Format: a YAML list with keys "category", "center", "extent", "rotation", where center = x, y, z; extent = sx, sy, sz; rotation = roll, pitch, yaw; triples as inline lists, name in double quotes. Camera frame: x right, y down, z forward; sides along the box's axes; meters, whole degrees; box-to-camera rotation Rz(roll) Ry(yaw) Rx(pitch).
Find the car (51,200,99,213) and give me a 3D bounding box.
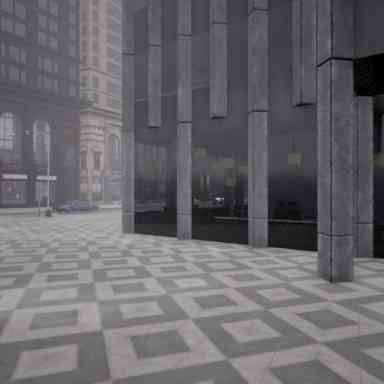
- category: "car"
  center: [-13.200, 1.622, 37.964]
  extent: [2.033, 1.411, 5.357]
  rotation: [0, 0, 35]
